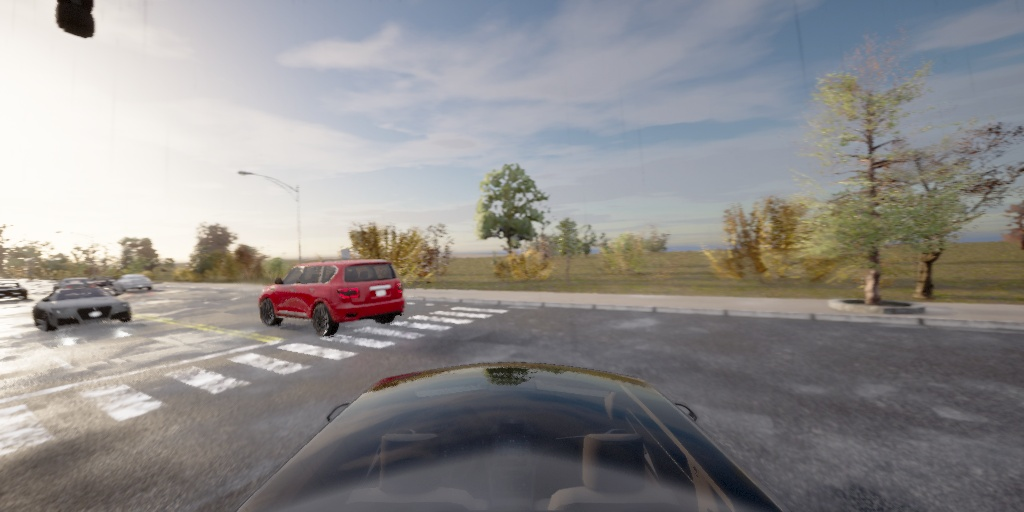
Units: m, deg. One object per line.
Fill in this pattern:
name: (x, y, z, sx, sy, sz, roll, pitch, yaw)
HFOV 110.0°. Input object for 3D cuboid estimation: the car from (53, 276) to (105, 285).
car: (-35.567, 2.501, 29.169, 5.357, 1.411, 2.033, -2, 0, 32)

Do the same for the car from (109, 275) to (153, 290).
car: (-33.631, 2.389, 31.799, 4.674, 1.442, 1.812, -2, 0, 33)

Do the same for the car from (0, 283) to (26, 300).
car: (-37.064, 2.630, 26.161, 4.718, 1.301, 1.895, -2, 0, 32)

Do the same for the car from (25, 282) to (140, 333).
car: (-16.154, 1.890, 13.458, 4.181, 1.385, 1.994, -2, 0, 31)

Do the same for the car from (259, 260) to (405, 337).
car: (-5.789, 1.177, 11.327, 5.566, 2.045, 2.150, -2, 0, 35)

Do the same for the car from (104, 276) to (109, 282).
car: (-42.306, 2.760, 36.983, 4.718, 1.301, 1.895, -2, 0, 31)
